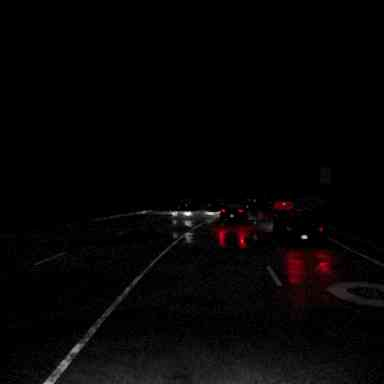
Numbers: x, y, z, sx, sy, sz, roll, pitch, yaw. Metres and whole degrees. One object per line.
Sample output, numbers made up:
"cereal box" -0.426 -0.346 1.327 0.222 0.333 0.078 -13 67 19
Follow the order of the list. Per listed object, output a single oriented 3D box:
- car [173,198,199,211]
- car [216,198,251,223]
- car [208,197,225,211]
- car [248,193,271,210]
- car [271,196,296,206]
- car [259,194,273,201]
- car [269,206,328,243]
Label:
"car" -0.641 1.377 37.679 1.812 1.442 4.674 0 0 19
"car" 3.187 1.446 24.773 1.812 1.442 4.674 0 0 12
"car" 3.283 1.344 38.368 1.882 1.535 5.008 0 0 20
"car" 8.209 1.103 41.014 2.150 2.045 5.566 0 1 21
"car" 10.081 1.261 35.923 2.097 1.767 4.553 0 0 19
"car" 16.599 1.156 74.198 1.994 1.385 4.181 0 0 29
"car" 4.984 1.559 15.939 1.895 1.301 4.718 0 0 8
